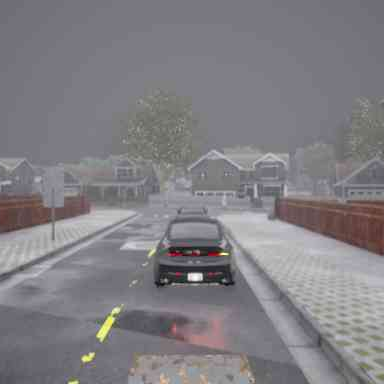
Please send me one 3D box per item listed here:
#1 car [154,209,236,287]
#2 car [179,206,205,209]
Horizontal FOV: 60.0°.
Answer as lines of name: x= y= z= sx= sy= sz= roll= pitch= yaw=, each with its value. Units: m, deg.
car: x=0.056 y=1.432 z=9.103 sx=1.837 sy=1.490 sz=4.892 roll=0 pitch=1 yaw=0
car: x=0.011 y=1.444 z=19.680 sx=1.895 sy=1.301 sz=4.718 roll=0 pitch=0 yaw=0
